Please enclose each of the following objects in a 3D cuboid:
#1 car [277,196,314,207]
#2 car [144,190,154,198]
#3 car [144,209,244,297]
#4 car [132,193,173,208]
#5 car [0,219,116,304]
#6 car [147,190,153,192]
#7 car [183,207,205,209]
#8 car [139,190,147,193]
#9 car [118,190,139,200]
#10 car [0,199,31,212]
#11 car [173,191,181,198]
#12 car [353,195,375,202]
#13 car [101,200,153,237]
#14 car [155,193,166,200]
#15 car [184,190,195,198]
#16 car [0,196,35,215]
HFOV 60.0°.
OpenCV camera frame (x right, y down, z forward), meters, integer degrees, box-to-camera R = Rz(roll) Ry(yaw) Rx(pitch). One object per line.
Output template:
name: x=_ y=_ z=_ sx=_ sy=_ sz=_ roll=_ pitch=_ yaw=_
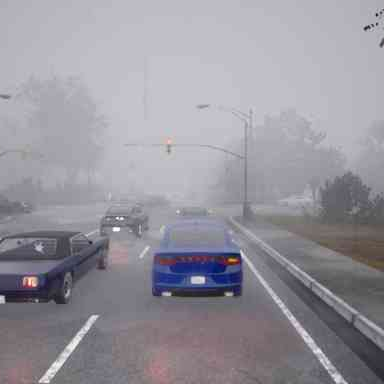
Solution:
car: x=13.283 y=1.200 z=42.801 sx=4.674 sy=1.442 sz=1.812 roll=0 pitch=1 yaw=-3
car: x=-10.806 y=0.445 z=84.255 sx=2.150 sy=2.045 sz=5.566 roll=0 pitch=1 yaw=-3
car: x=0.113 y=1.446 z=8.567 sx=1.882 sy=1.535 sz=5.008 roll=0 pitch=0 yaw=0
car: x=-4.904 y=1.227 z=42.192 sx=2.033 sy=1.411 sz=5.357 roll=0 pitch=1 yaw=26
car: x=-3.388 y=1.573 z=8.020 sx=1.895 sy=1.301 sz=4.718 roll=0 pitch=0 yaw=0
car: x=-6.976 y=0.956 z=64.295 sx=1.882 sy=1.535 sz=5.008 roll=0 pitch=1 yaw=0
car: x=0.123 y=1.459 z=17.549 sx=1.994 sy=1.385 sz=4.181 roll=0 pitch=0 yaw=0
car: x=-10.474 y=0.709 z=63.460 sx=2.150 sy=2.045 sz=5.566 roll=0 pitch=1 yaw=0
car: x=-10.545 y=0.930 z=53.876 sx=2.097 sy=1.767 sz=4.553 roll=0 pitch=0 yaw=1
car: x=-19.161 y=1.354 z=33.799 sx=4.718 sy=1.301 sz=1.895 roll=0 pitch=1 yaw=-3
car: x=-3.851 y=0.737 z=85.305 sx=2.033 sy=1.411 sz=5.357 roll=0 pitch=1 yaw=-4
car: x=22.471 y=1.175 z=43.309 sx=4.892 sy=1.490 sz=1.837 roll=0 pitch=1 yaw=-3
car: x=-3.376 y=1.402 z=17.272 sx=1.837 sy=1.490 sz=4.892 roll=0 pitch=0 yaw=0
car: x=-6.997 y=0.957 z=74.320 sx=1.895 sy=1.301 sz=4.718 roll=0 pitch=1 yaw=-1
car: x=-0.354 y=0.419 z=85.440 sx=2.150 sy=2.045 sz=5.566 roll=0 pitch=1 yaw=-4
car: x=-16.949 y=1.134 z=30.414 sx=4.553 sy=1.767 sz=2.097 roll=0 pitch=0 yaw=-3
